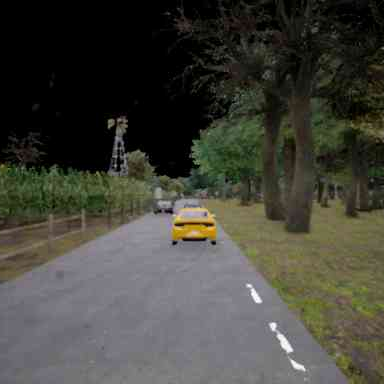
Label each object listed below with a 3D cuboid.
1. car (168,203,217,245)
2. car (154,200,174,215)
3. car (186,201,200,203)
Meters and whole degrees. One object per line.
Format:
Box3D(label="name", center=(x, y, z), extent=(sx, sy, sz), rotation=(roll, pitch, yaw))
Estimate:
Box3D(label="car", center=(0.095, 1.494, 15.754), extent=(1.882, 1.535, 5.008), rotation=(0, 0, 0))
Box3D(label="car", center=(-2.761, 1.561, 34.432), extent=(1.882, 1.535, 5.008), rotation=(0, 0, 0))
Box3D(label="car", center=(0.088, 1.646, 36.717), extent=(1.895, 1.301, 4.718), rotation=(0, 0, 0))
